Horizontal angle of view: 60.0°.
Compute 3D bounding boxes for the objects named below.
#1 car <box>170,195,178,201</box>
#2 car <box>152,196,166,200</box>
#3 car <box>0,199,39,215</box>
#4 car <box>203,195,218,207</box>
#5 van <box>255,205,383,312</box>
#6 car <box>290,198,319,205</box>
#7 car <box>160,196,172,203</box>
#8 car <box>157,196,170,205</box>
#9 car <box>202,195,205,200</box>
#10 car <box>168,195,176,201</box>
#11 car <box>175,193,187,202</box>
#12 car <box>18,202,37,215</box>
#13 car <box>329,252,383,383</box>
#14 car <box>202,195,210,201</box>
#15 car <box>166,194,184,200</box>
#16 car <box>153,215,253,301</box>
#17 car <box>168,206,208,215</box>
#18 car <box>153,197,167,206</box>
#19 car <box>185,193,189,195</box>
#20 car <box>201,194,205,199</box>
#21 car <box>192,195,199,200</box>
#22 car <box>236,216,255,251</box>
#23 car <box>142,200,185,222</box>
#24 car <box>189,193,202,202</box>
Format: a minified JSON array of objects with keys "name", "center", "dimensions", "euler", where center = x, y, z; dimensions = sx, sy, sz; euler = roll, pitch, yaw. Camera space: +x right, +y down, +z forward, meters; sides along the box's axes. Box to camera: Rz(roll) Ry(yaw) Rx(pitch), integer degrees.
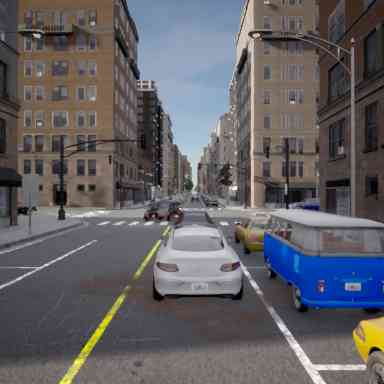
[{"name":"car","center":[-4.898,1.565,89.551],"dimensions":[1.947,1.339,4.313],"euler":[1,0,1]},{"name":"car","center":[-5.454,1.588,50.850],"dimensions":[1.802,1.307,4.206],"euler":[1,0,1]},{"name":"car","center":[-18.043,1.411,32.311],"dimensions":[5.357,1.411,2.033],"euler":[0,-1,0]},{"name":"car","center":[3.071,1.570,50.731],"dimensions":[1.947,1.339,4.313],"euler":[1,0,1]},{"name":"van","center":[2.689,1.342,7.395],"dimensions":[1.690,1.788,3.998],"euler":[1,0,0]},{"name":"car","center":[13.618,1.506,38.750],"dimensions":[4.553,1.767,2.097],"euler":[0,-1,1]},{"name":"car","center":[-5.215,1.549,67.436],"dimensions":[1.887,1.381,4.507],"euler":[1,0,1]},{"name":"car","center":[-5.295,1.555,61.907],"dimensions":[2.008,1.369,4.403],"euler":[1,0,1]},{"name":"car","center":[3.150,1.549,56.261],"dimensions":[1.887,1.381,4.507],"euler":[1,0,1]},{"name":"car","center":[-4.979,1.526,83.852],"dimensions":[1.752,1.417,4.829],"euler":[1,0,1]},{"name":"car","center":[-2.511,1.482,61.835],"dimensions":[1.882,1.535,5.008],"euler":[0,0,1]},{"name":"car","center":[-16.503,1.443,29.043],"dimensions":[4.718,1.301,1.895],"euler":[0,-1,1]},{"name":"car","center":[2.679,1.526,1.891],"dimensions":[1.752,1.417,4.829],"euler":[1,0,0]},{"name":"car","center":[3.627,1.549,89.442],"dimensions":[2.008,1.369,4.403],"euler":[1,0,1]},{"name":"car","center":[-2.674,1.483,52.175],"dimensions":[1.882,1.535,5.008],"euler":[0,0,1]},{"name":"car","center":[0.089,1.527,8.244],"dimensions":[1.812,1.442,4.674],"euler":[0,0,-1]},{"name":"car","center":[0.116,1.566,15.580],"dimensions":[1.994,1.385,4.181],"euler":[0,0,0]},{"name":"car","center":[-5.375,1.571,56.378],"dimensions":[1.947,1.339,4.313],"euler":[1,0,1]},{"name":"car","center":[-2.300,1.358,71.963],"dimensions":[2.097,1.767,4.553],"euler":[0,0,1]},{"name":"car","center":[3.229,1.554,61.791],"dimensions":[2.008,1.369,4.403],"euler":[1,0,1]},{"name":"car","center":[0.987,1.538,91.968],"dimensions":[2.033,1.411,5.357],"euler":[0,0,1]},{"name":"car","center":[2.697,1.528,13.238],"dimensions":[1.752,1.417,4.829],"euler":[1,0,0]},{"name":"car","center":[-2.278,1.568,25.950],"dimensions":[1.994,1.385,4.181],"euler":[0,0,15]},{"name":"car","center":[0.735,1.527,74.248],"dimensions":[1.812,1.442,4.674],"euler":[0,0,1]}]
